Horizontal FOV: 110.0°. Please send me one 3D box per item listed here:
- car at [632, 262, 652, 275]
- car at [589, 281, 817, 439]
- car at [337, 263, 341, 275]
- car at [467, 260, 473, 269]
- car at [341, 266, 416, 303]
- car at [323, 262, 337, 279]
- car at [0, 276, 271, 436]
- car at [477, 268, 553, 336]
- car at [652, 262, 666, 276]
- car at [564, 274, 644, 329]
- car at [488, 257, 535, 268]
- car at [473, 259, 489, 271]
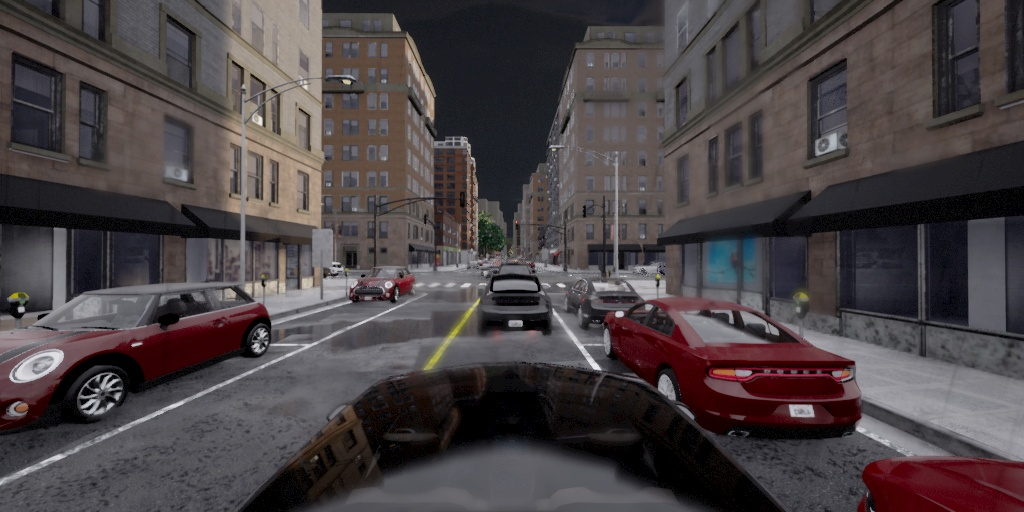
[{"bbox_3d":[15.599,1.399,39.398,4.674,1.442,1.812,0,0,0],"label":"car"},{"bbox_3d":[2.675,1.295,5.540,1.888,1.381,4.507,0,0,0],"label":"car"},{"bbox_3d":[-18.365,0.892,32.555,5.566,2.045,2.150,0,0,-1],"label":"car"},{"bbox_3d":[-5.908,1.341,54.893,2.007,1.370,4.403,0,0,0],"label":"car"},{"bbox_3d":[-5.834,1.194,16.532,1.967,1.591,4.097,0,0,0],"label":"car"},{"bbox_3d":[-17.474,1.125,29.312,5.008,1.535,1.882,0,0,-2],"label":"car"},{"bbox_3d":[-5.851,1.190,5.546,1.967,1.591,4.097,0,0,0],"label":"car"},{"bbox_3d":[0.058,1.257,10.392,1.837,1.490,4.892,0,0,-1],"label":"car"},{"bbox_3d":[17.572,1.077,36.157,5.566,2.045,2.150,0,0,-1],"label":"car"},{"bbox_3d":[2.684,1.302,11.031,2.007,1.370,4.403,0,0,0],"label":"car"},{"bbox_3d":[0.121,1.107,17.870,2.097,1.767,4.553,0,0,0],"label":"car"},{"bbox_3d":[-0.649,1.214,30.306,2.128,1.511,4.902,0,-1,37],"label":"car"}]
